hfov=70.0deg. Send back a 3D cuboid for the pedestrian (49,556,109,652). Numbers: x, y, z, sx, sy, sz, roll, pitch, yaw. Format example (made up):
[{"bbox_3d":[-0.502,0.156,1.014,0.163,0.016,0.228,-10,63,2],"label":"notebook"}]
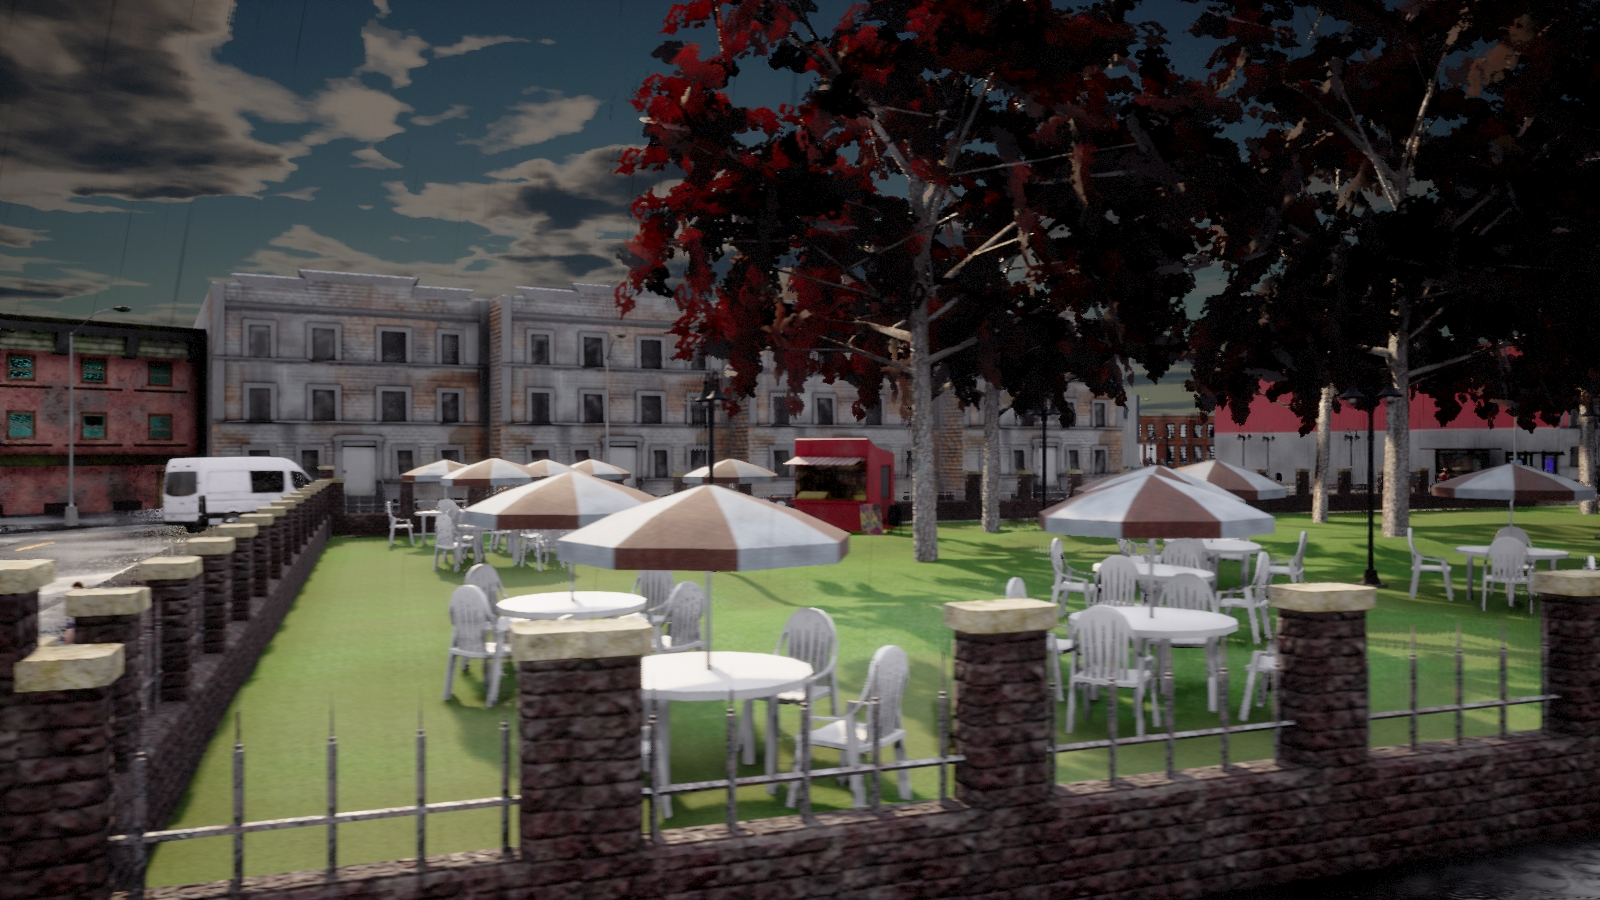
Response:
[{"bbox_3d":[-8.929,1.898,14.169,0.500,1.100,0.500,0,0,-14],"label":"pedestrian"}]

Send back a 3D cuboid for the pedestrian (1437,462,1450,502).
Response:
[{"bbox_3d":[30.207,1.505,53.654,0.375,1.860,0.375,0,0,-20],"label":"pedestrian"}]

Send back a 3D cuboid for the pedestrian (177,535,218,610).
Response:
[{"bbox_3d":[-9.407,1.905,17.836,0.500,1.100,0.500,0,0,-20],"label":"pedestrian"}]

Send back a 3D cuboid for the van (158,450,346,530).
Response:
[{"bbox_3d":[-18.911,1.317,39.813,1.988,2.561,5.915,-2,-1,25],"label":"van"}]
